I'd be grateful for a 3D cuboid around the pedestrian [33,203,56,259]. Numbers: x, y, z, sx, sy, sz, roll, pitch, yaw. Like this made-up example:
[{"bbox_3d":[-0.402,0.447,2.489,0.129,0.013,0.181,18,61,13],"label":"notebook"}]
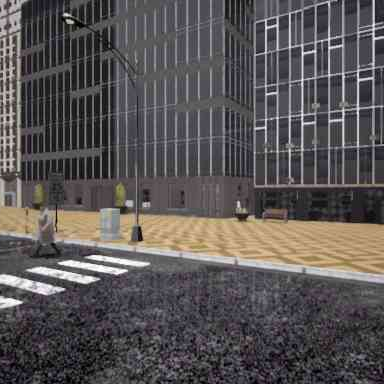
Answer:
[{"bbox_3d":[-4.889,1.224,11.040,0.375,1.860,0.375,0,0,31],"label":"pedestrian"}]
